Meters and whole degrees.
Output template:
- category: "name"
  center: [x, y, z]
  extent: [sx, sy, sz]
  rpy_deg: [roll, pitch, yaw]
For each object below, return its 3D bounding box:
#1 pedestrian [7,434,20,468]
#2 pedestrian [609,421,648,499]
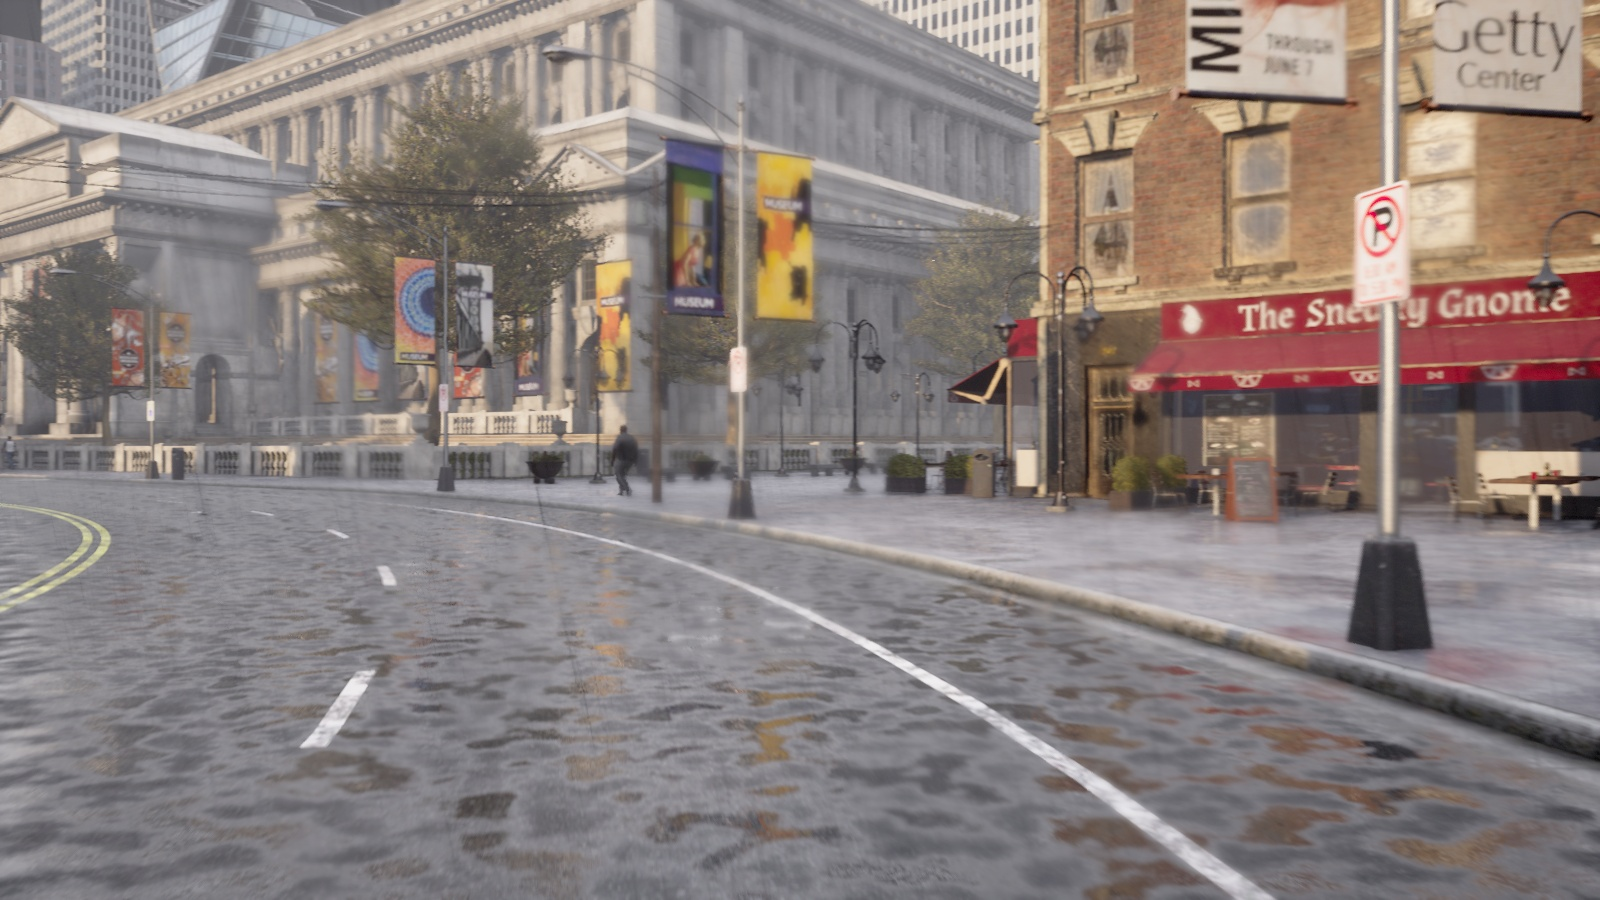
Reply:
- category: "pedestrian"
  center: [-41.998, 0.040, 67.065]
  extent: [0.706, 1.836, 0.354]
  rpy_deg: [0, 0, 40]
- category: "pedestrian"
  center: [-4.183, 0.232, 30.620]
  extent: [0.563, 1.883, 0.849]
  rpy_deg: [0, 0, -44]
